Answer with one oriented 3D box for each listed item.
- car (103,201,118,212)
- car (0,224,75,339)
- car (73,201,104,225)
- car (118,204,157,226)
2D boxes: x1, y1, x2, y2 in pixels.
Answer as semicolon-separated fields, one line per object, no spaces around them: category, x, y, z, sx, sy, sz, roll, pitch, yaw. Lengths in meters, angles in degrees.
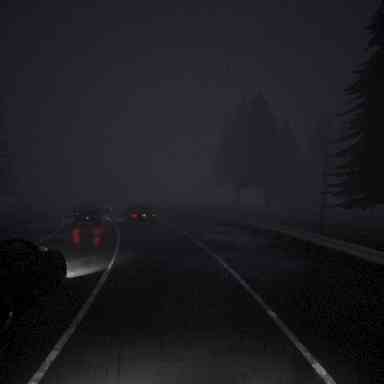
car;-9.945;1.648;38.683;1.895;1.301;4.718;0;0;-27
car;-3.958;1.580;6.516;1.994;1.385;4.181;0;0;-5
car;-7.734;1.560;24.507;1.812;1.442;4.674;0;0;-18
car;-3.846;1.569;23.988;2.033;1.411;5.357;0;0;-17
